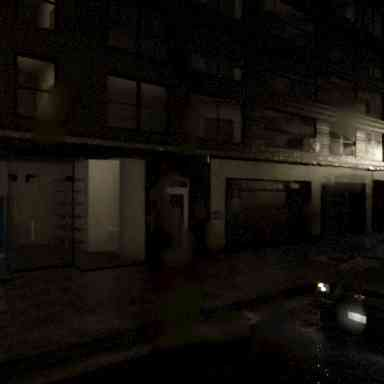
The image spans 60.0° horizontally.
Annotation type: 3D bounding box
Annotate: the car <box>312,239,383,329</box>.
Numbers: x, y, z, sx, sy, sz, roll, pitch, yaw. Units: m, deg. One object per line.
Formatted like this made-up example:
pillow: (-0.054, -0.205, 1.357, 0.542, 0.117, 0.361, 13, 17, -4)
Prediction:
car: (4.755, 1.589, 6.755, 5.357, 1.411, 2.033, 0, 0, -35)
